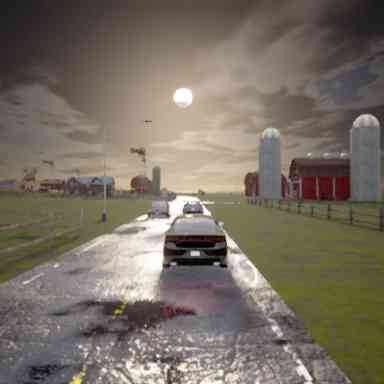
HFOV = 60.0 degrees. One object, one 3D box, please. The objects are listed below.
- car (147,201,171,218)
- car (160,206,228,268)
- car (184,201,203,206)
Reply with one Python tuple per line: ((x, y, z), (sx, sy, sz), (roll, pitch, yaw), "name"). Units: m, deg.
((-2.842, 1.501, 29.709), (1.812, 1.442, 4.674), (0, 0, 0), "car")
((0.093, 1.468, 11.306), (1.882, 1.535, 5.008), (0, 0, 0), "car")
((0.106, 1.538, 32.083), (1.994, 1.385, 4.181), (0, 0, 0), "car")
